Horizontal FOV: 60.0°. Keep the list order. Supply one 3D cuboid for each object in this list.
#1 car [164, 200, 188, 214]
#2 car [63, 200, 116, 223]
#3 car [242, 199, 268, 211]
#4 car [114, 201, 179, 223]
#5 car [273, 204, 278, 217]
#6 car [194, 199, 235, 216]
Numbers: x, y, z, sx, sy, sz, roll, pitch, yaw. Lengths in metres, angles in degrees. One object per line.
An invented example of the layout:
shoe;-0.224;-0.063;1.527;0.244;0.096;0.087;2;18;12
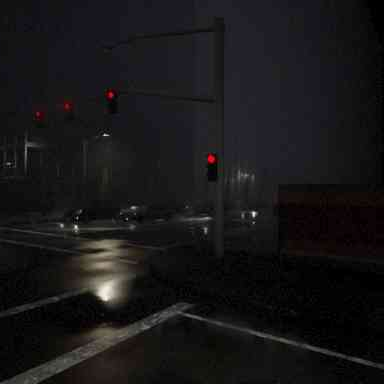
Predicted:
car;-2.376;1.560;33.408;1.837;1.490;4.892;0;0;36
car;-7.689;1.407;25.973;2.097;1.767;4.553;0;0;36
car;8.054;1.581;41.953;1.812;1.442;4.674;0;0;36
car;-3.424;1.656;25.925;1.895;1.301;4.718;0;0;36
car;9.253;1.533;31.281;1.882;1.535;5.008;0;0;36
car;2.088;1.533;33.631;1.882;1.535;5.008;0;0;35
